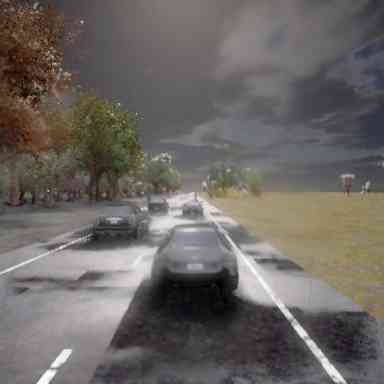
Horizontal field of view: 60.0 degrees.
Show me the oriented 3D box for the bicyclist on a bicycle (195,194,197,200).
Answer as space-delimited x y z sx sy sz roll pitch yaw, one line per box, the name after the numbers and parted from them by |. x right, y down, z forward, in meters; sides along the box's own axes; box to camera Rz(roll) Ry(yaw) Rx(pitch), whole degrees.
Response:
0.969 1.270 78.412 0.659 1.776 1.843 0 0 0 | bicyclist on a bicycle

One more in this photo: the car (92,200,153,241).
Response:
-3.402 1.330 16.662 2.097 1.767 4.553 0 0 0 | car

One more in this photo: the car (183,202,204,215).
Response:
0.100 1.560 31.194 1.895 1.301 4.718 0 0 0 | car

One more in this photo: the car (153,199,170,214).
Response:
-3.398 1.433 34.392 1.882 1.535 5.008 0 0 0 | car

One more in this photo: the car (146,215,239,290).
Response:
0.082 1.552 9.070 1.994 1.385 4.181 0 0 0 | car

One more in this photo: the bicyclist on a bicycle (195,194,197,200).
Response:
0.971 1.343 87.417 0.582 1.620 1.656 0 0 0 | bicyclist on a bicycle
